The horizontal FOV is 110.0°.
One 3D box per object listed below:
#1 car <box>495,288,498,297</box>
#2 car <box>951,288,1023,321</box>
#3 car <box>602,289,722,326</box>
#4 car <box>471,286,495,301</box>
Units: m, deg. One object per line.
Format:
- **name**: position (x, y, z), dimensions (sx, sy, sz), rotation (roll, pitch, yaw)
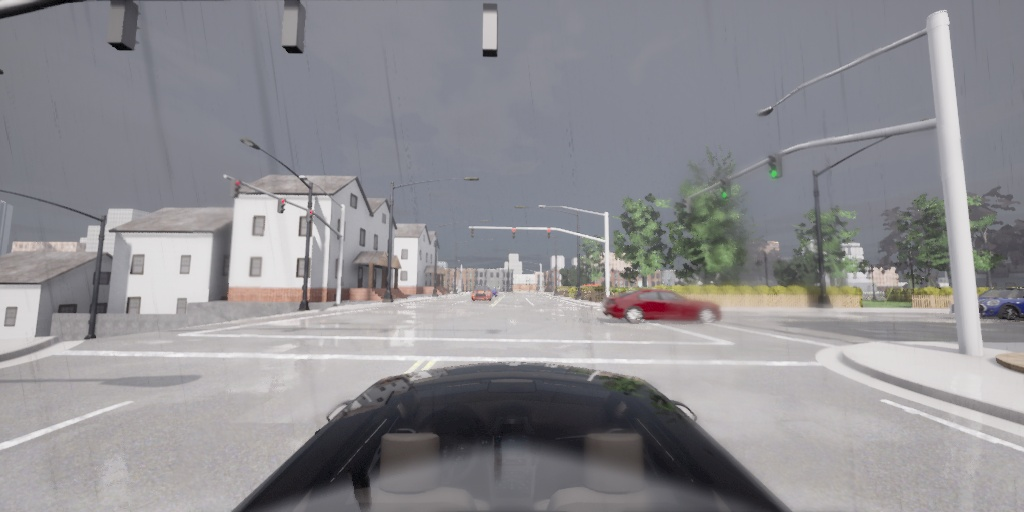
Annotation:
- **car**: position (-3.358, 5.842, 58.144), dimensions (1.882, 1.535, 5.008), rotation (0, -5, 1)
- **car**: position (26.613, 2.500, 19.165), dimensions (4.553, 1.767, 2.097), rotation (0, -5, 1)
- **car**: position (6.564, 2.226, 15.939), dimensions (5.008, 1.535, 1.882), rotation (1, -5, 1)
- **car**: position (-3.438, 4.240, 41.321), dimensions (2.097, 1.767, 4.553), rotation (0, -5, 0)
